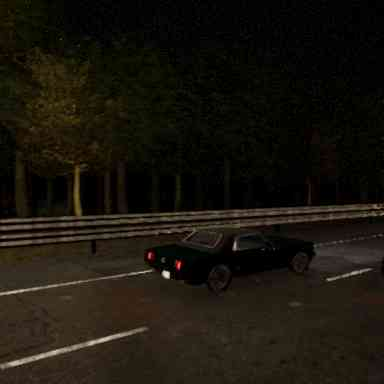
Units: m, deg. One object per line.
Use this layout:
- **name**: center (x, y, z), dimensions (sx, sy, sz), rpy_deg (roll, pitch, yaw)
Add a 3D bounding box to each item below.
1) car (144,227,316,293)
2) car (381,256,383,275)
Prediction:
- **car**: center (1.215, 1.605, 8.911), dimensions (4.718, 1.301, 1.895), rpy_deg (0, 0, -36)
- **car**: center (6.710, 1.570, 8.534), dimensions (4.181, 1.385, 1.994), rpy_deg (0, 0, -35)
